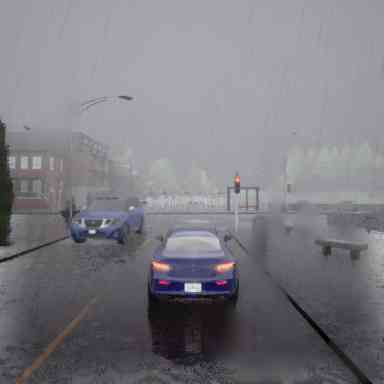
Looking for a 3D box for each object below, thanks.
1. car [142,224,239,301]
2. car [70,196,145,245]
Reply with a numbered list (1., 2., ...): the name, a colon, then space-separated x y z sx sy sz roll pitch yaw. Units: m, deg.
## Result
1. car: 0.040 1.526 8.187 1.812 1.442 4.674 0 0 1
2. car: -3.748 1.221 15.914 2.150 2.045 5.566 0 0 4
